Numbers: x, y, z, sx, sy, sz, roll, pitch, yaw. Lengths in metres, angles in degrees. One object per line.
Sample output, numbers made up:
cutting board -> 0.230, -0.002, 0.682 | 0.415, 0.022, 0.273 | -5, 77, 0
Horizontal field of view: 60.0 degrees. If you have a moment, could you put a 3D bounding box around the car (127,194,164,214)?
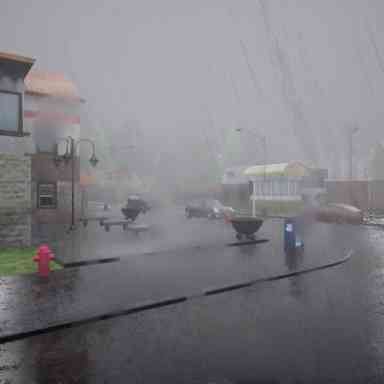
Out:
car -> -5.220, 1.221, 36.389 | 2.150, 2.045, 5.566 | 0, 0, -35

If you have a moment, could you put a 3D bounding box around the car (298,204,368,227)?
car -> 9.473, 1.525, 22.670 | 1.812, 1.442, 4.674 | 0, 0, -36

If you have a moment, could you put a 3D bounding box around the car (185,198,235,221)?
car -> 1.380, 1.352, 27.067 | 2.097, 1.767, 4.553 | 0, 0, -35
